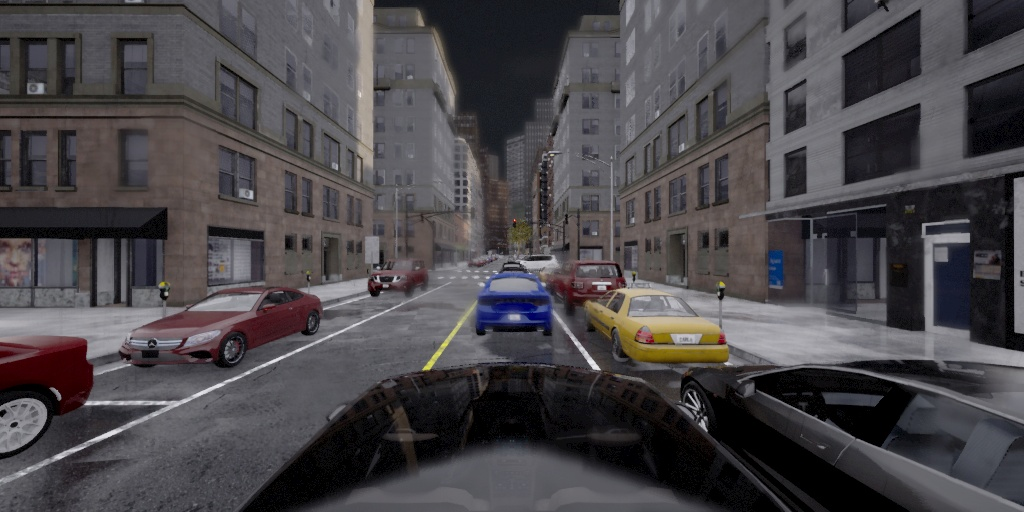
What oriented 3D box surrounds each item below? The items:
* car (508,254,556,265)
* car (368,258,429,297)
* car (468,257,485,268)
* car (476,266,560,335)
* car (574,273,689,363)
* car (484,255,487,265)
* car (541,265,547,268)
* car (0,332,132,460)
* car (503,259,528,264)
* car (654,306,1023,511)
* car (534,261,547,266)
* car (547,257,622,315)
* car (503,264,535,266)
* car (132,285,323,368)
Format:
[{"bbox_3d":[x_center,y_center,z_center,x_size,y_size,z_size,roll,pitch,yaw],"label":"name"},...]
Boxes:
[{"bbox_3d":[2.191,0.883,37.846,5.566,2.045,2.150,0,-1,-21],"label":"car"},{"bbox_3d":[-5.788,1.046,18.922,2.192,1.841,5.009,0,0,0],"label":"car"},{"bbox_3d":[-5.843,1.127,56.582,1.888,1.381,4.507,0,0,0],"label":"car"},{"bbox_3d":[0.036,1.222,10.482,1.882,1.535,5.008,0,0,-1],"label":"car"},{"bbox_3d":[2.754,1.272,7.992,1.751,1.417,4.829,0,0,0],"label":"car"},{"bbox_3d":[-5.851,0.990,62.007,1.967,1.591,4.097,0,0,0],"label":"car"},{"bbox_3d":[2.737,1.313,18.928,1.802,1.307,4.207,0,0,0],"label":"car"},{"bbox_3d":[-5.763,1.296,2.264,1.888,1.381,4.507,0,0,0],"label":"car"},{"bbox_3d":[0.010,1.216,26.898,1.837,1.490,4.892,0,0,0],"label":"car"},{"bbox_3d":[2.762,1.316,2.270,1.948,1.339,4.313,0,0,0],"label":"car"},{"bbox_3d":[2.729,1.243,24.652,1.751,1.417,4.829,0,0,0],"label":"car"},{"bbox_3d":[2.746,1.055,13.376,2.192,1.841,5.009,0,0,0],"label":"car"},{"bbox_3d":[0.070,1.297,17.985,1.994,1.385,4.181,0,0,0],"label":"car"},{"bbox_3d":[-5.771,1.329,7.816,1.802,1.307,4.207,0,0,0],"label":"car"}]
